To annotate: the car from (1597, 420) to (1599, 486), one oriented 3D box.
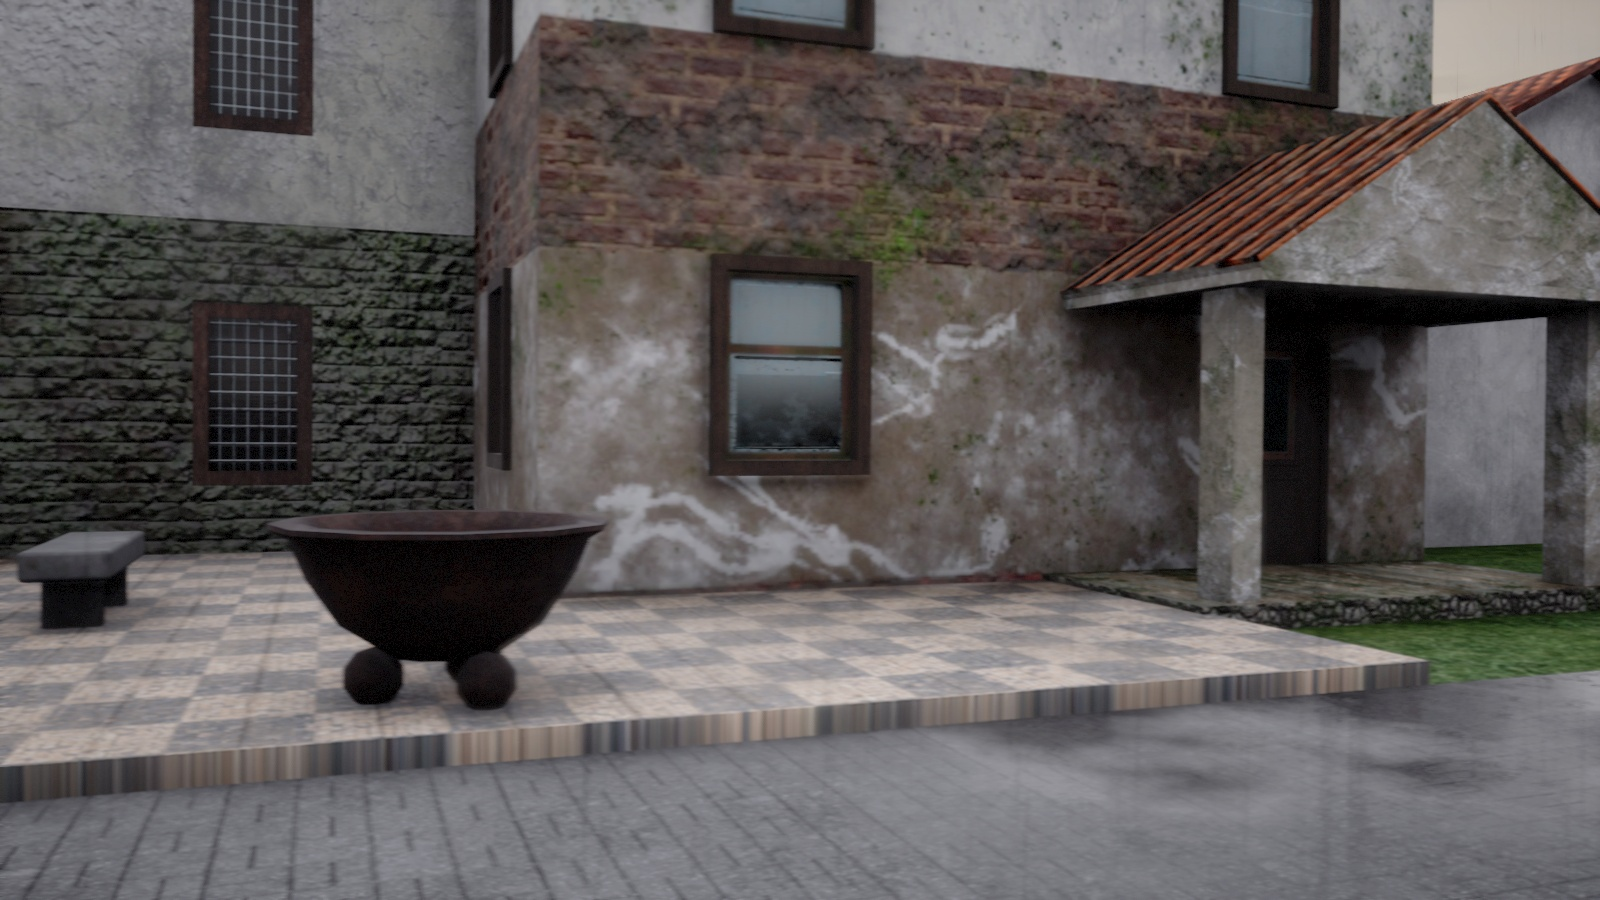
[{"bbox_3d":[19.582,0.069,26.903,1.970,1.475,3.806,-1,1,-21],"label":"car"}]
